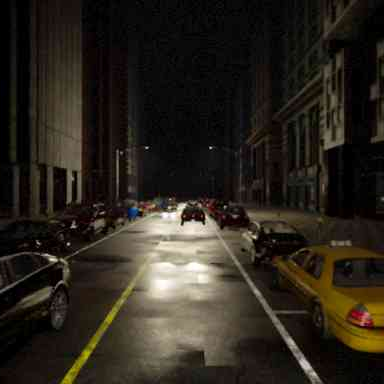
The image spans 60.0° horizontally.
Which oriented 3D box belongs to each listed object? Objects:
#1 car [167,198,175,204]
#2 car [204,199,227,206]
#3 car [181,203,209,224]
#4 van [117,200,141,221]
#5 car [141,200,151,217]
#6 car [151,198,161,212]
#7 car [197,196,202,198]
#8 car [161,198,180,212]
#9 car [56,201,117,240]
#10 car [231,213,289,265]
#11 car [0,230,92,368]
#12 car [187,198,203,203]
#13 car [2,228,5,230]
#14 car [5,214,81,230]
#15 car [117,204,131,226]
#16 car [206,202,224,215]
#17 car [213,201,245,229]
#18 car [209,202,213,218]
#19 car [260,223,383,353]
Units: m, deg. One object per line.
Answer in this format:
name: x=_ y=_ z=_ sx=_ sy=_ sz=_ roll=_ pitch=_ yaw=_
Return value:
car: x=-5.806 y=2.421 z=90.797 sx=1.947 sy=1.339 sz=4.313 roll=0 pitch=-1 yaw=0
car: x=2.744 y=1.634 z=34.448 sx=2.192 sy=1.841 sz=5.009 roll=0 pitch=-1 yaw=0
car: x=0.086 y=1.849 z=26.751 sx=1.895 sy=1.301 sz=4.718 roll=0 pitch=-1 yaw=0
van: x=-5.779 y=1.609 z=28.798 sx=1.690 sy=1.788 sz=3.998 roll=0 pitch=-1 yaw=0
car: x=-5.781 y=1.760 z=34.434 sx=1.967 sy=1.590 sz=4.097 roll=0 pitch=-1 yaw=0
car: x=-5.786 y=1.865 z=45.707 sx=1.967 sy=1.590 sz=4.097 roll=0 pitch=-1 yaw=0
car: x=2.721 y=2.382 z=85.170 sx=1.802 sy=1.307 sz=4.206 roll=0 pitch=-1 yaw=0
car: x=-3.021 y=1.964 z=46.954 sx=2.128 sy=1.511 sz=4.902 roll=0 pitch=-1 yaw=0
car: x=-5.774 y=1.479 z=17.525 sx=2.192 sy=1.841 sz=5.009 roll=0 pitch=-1 yaw=0
car: x=2.755 y=1.662 z=11.901 sx=2.008 sy=1.369 sz=4.403 roll=0 pitch=-1 yaw=0
car: x=-3.102 y=1.531 z=4.130 sx=2.128 sy=1.511 sz=4.902 roll=0 pitch=-1 yaw=0
car: x=0.073 y=1.911 z=45.246 sx=2.128 sy=1.511 sz=4.902 roll=0 pitch=-1 yaw=0
car: x=-5.768 y=1.625 z=6.250 sx=1.947 sy=1.339 sz=4.313 roll=0 pitch=-1 yaw=0
car: x=-5.770 y=1.678 z=11.887 sx=1.947 sy=1.339 sz=4.313 roll=0 pitch=-1 yaw=0
car: x=-5.775 y=1.761 z=23.160 sx=1.887 sy=1.381 sz=4.507 roll=0 pitch=-1 yaw=0
car: x=2.742 y=1.916 z=40.082 sx=1.887 sy=1.381 sz=4.507 roll=0 pitch=-1 yaw=0
car: x=2.749 y=1.655 z=23.174 sx=1.967 sy=1.590 sz=4.097 roll=0 pitch=-1 yaw=0
car: x=2.747 y=1.833 z=28.809 sx=1.947 sy=1.339 sz=4.313 roll=0 pitch=-1 yaw=0
car: x=2.757 y=1.586 z=6.436 sx=1.752 sy=1.417 sz=4.829 roll=0 pitch=-1 yaw=0
